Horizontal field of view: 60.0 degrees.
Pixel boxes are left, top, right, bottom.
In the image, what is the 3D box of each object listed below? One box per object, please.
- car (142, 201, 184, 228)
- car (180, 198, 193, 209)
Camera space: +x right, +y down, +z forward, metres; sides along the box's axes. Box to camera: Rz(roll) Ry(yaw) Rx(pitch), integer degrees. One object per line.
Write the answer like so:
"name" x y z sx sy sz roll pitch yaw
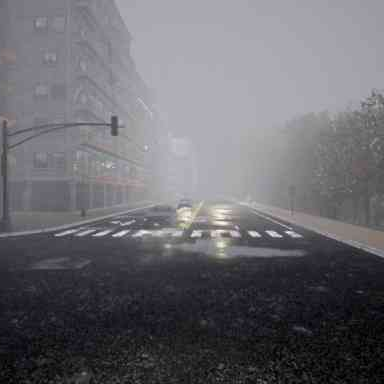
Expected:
"car" -1.977 1.552 22.369 2.033 1.411 5.357 0 0 3
"car" -0.814 1.562 44.669 2.033 1.411 5.357 0 0 3
